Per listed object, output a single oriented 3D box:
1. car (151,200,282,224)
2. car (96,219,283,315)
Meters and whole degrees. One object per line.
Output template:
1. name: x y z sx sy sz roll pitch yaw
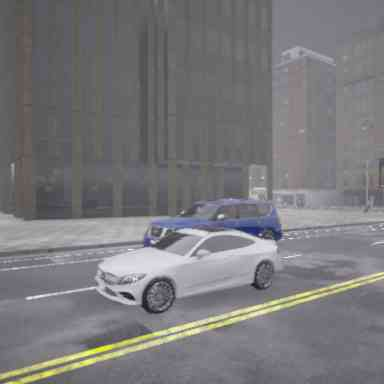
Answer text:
1. car: 0.993 1.311 12.379 5.566 2.045 2.150 1 0 -36
2. car: 0.159 1.577 7.793 4.674 1.442 1.812 1 0 -35
